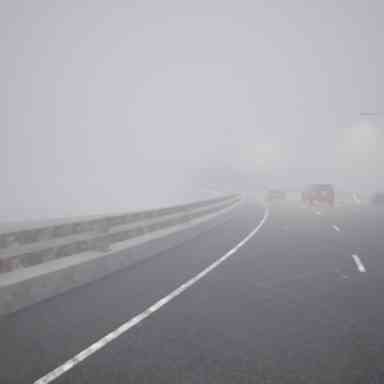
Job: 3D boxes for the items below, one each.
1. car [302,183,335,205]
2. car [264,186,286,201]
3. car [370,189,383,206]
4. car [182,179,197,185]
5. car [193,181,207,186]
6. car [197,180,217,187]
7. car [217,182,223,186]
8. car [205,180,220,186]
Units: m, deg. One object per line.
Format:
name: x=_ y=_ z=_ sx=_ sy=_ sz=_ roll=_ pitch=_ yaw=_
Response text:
car: x=12.313 y=0.136 z=32.690 sx=2.150 sy=2.045 sz=5.566 roll=2 pitch=3 yaw=8
car: x=9.265 y=0.100 z=37.322 sx=1.882 sy=1.535 sz=5.008 roll=2 pitch=3 yaw=6
car: x=18.961 y=0.574 z=32.939 sx=1.882 sy=1.535 sz=5.008 roll=3 pitch=3 yaw=22
car: x=-0.455 y=-2.492 z=90.505 sx=1.837 sy=1.490 sz=4.892 roll=0 pitch=3 yaw=-28
car: x=2.267 y=-2.416 z=92.896 sx=1.895 sy=1.301 sz=4.718 roll=0 pitch=3 yaw=-28
car: x=3.583 y=-1.949 z=80.981 sx=1.837 sy=1.490 sz=4.892 roll=1 pitch=3 yaw=-22
car: x=6.259 y=-1.939 z=83.760 sx=1.994 sy=1.385 sz=4.181 roll=1 pitch=3 yaw=-22
car: x=5.708 y=-2.431 z=93.827 sx=2.128 sy=1.511 sz=4.902 roll=0 pitch=3 yaw=-28
